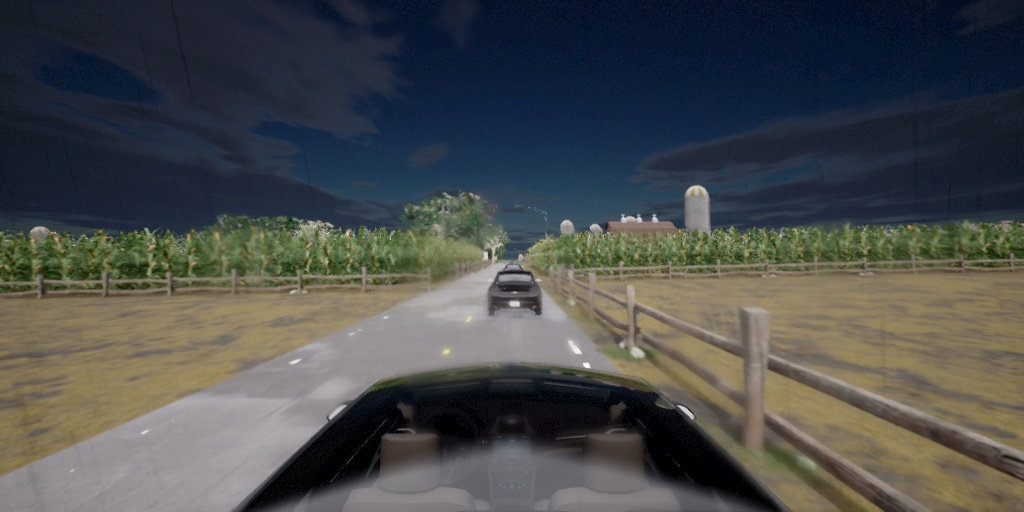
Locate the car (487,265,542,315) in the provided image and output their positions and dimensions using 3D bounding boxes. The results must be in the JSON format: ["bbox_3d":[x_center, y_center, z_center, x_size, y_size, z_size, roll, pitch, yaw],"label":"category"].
[{"bbox_3d":[0.103,1.274,13.683,1.837,1.490,4.892,0,0,0],"label":"car"}]
